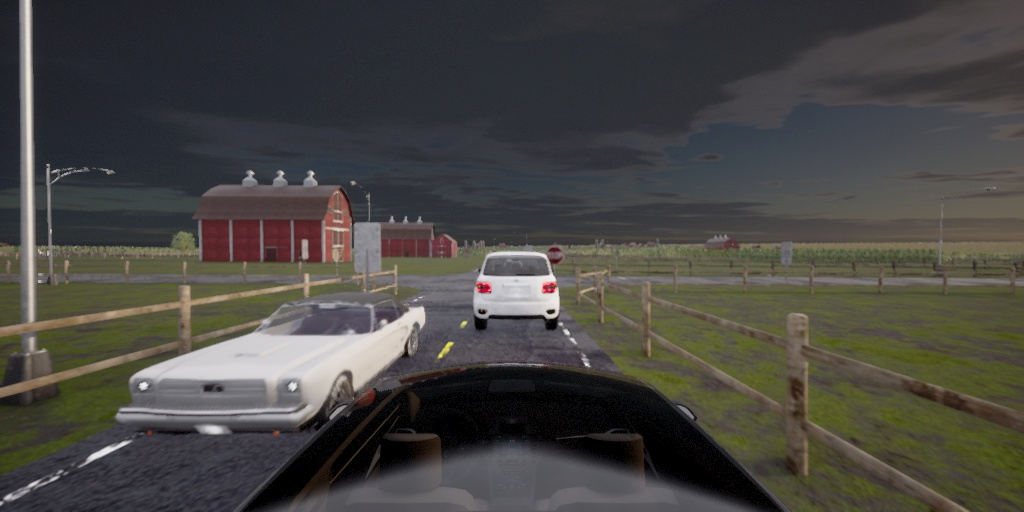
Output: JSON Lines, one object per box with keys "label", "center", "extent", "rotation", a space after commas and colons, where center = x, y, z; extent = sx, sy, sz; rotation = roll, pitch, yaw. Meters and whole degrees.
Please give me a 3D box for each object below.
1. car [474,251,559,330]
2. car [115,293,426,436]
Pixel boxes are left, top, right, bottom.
{"label": "car", "center": [0.110, 0.893, 10.970], "extent": [2.150, 2.045, 5.566], "rotation": [0, 0, 0]}
{"label": "car", "center": [-2.816, 1.319, 5.596], "extent": [1.895, 1.301, 4.718], "rotation": [0, 0, 0]}
